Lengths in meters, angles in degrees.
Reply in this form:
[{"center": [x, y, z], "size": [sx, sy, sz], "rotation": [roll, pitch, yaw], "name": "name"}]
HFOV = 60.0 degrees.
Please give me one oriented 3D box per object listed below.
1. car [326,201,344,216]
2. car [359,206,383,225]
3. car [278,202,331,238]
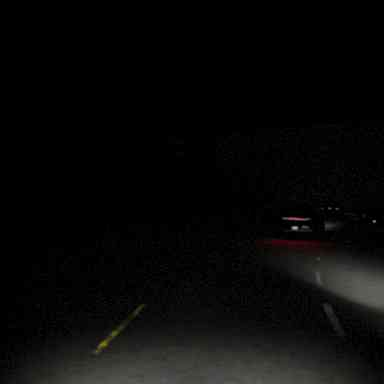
[{"center": [13.855, 1.584, 32.814], "size": [2.033, 1.411, 5.357], "rotation": [1, 0, 28], "name": "car"}, {"center": [13.080, 1.650, 23.907], "size": [1.895, 1.301, 4.718], "rotation": [1, 0, 28], "name": "car"}, {"center": [5.946, 1.496, 17.824], "size": [2.128, 1.511, 4.902], "rotation": [0, 0, 27], "name": "car"}]
